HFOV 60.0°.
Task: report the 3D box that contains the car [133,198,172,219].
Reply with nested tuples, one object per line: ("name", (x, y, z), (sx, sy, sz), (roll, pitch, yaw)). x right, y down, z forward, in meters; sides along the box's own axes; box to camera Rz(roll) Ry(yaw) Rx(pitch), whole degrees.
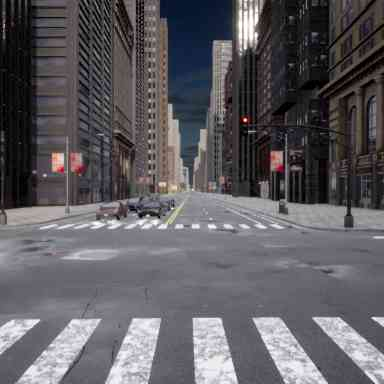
("car", (-3.385, 1.533, 29.460), (2.033, 1.411, 5.357), (0, 0, 4))

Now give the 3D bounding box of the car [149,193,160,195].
("car", (-6.683, 1.175, 57.821), (2.150, 2.045, 5.566), (0, 0, 1))

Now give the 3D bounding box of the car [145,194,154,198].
("car", (-6.698, 1.474, 47.372), (1.837, 1.490, 4.892), (0, 0, 0))

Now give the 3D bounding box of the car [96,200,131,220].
("car", (-6.656, 1.512, 28.024), (1.812, 1.442, 4.674), (0, 0, 0))

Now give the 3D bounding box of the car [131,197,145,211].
("car", (-6.677, 1.580, 37.132), (1.895, 1.301, 4.718), (0, 0, 0))

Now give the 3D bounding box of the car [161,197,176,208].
("car", (-3.458, 1.513, 49.751), (2.033, 1.411, 5.357), (0, 0, 0))

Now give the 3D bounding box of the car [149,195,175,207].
("car", (-3.428, 1.468, 39.200), (2.128, 1.511, 4.902), (0, 0, 0))
